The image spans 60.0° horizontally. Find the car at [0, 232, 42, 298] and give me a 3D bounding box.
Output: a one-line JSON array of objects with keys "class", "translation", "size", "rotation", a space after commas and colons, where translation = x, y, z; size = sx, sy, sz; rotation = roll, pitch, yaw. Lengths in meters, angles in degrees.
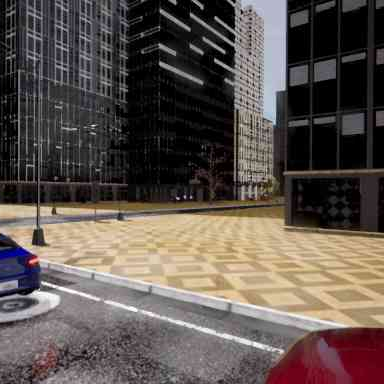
[{"class": "car", "translation": [-5.160, 1.522, 7.371], "size": [4.674, 1.442, 1.812], "rotation": [0, 0, 36]}]

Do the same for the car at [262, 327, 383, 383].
[{"class": "car", "translation": [2.437, 1.564, 1.937], "size": [4.181, 1.385, 1.994], "rotation": [0, 0, 35]}]
